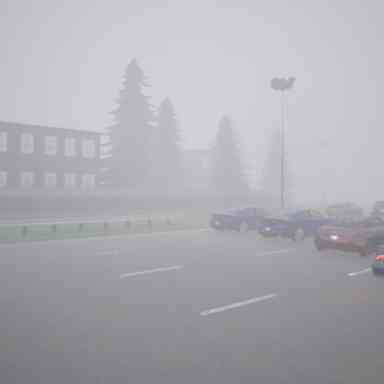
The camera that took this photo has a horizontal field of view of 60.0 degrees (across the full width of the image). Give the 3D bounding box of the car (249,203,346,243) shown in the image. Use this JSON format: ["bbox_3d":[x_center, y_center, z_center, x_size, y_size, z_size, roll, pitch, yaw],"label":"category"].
[{"bbox_3d":[5.368,1.520,16.562,5.008,1.535,1.882,0,0,-38],"label":"car"}]

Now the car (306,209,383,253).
[{"bbox_3d":[6.685,1.605,13.157,4.181,1.385,1.994,0,0,-38],"label":"car"}]

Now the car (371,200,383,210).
[{"bbox_3d":[15.580,1.437,26.093,2.097,1.767,4.553,0,0,43],"label":"car"}]

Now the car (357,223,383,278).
[{"bbox_3d":[6.774,1.580,8.780,5.357,1.411,2.033,0,0,-37],"label":"car"}]

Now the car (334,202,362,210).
[{"bbox_3d":[13.189,1.576,28.648,2.128,1.511,4.902,0,0,43],"label":"car"}]

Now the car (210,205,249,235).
[{"bbox_3d":[3.303,1.520,19.383,5.008,1.535,1.882,0,0,-38],"label":"car"}]
